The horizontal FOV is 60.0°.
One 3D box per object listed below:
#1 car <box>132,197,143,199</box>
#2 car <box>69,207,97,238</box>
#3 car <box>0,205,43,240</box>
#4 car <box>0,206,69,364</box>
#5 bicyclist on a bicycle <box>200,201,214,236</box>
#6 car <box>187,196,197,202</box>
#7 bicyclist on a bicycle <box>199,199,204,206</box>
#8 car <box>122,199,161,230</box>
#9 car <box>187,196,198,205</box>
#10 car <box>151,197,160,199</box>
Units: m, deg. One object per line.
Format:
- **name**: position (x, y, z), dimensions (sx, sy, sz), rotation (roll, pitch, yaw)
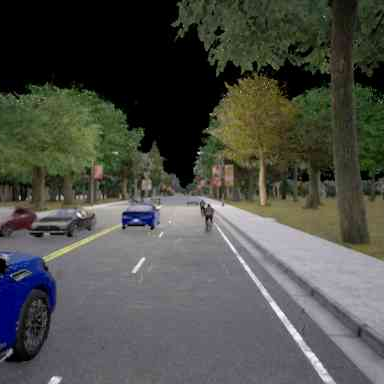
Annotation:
- **car**: position (-9.816, 1.546, 59.969), dimensions (1.994, 1.385, 4.181), rotation (0, 0, 0)
- **car**: position (-6.600, 1.536, 17.783), dimensions (2.033, 1.411, 5.357), rotation (0, 0, 0)
- **car**: position (-9.836, 1.515, 17.595), dimensions (1.812, 1.442, 4.674), rotation (0, 0, 0)
- **car**: position (-3.152, 1.219, 2.737), dimensions (2.150, 2.045, 5.566), rotation (0, 0, 0)
- **bicyclist on a bicycle**: position (0.890, 1.442, 17.351), dimensions (0.582, 1.620, 1.656), rotation (0, 0, 0)
- **car**: position (-0.001, 1.552, 74.296), dimensions (1.994, 1.385, 4.181), rotation (0, 0, 0)
- **bicyclist on a bicycle**: position (0.890, 1.434, 27.771), dimensions (0.582, 1.620, 1.656), rotation (0, 0, 0)
- **car**: position (-3.152, 1.464, 21.225), dimensions (1.882, 1.535, 5.008), rotation (0, 0, 0)
- **car**: position (0.098, 1.528, 59.319), dimensions (2.033, 1.411, 5.357), rotation (0, 0, 0)
- **car**: position (-6.565, 1.529, 59.521), dimensions (2.033, 1.411, 5.357), rotation (0, 0, 0)
